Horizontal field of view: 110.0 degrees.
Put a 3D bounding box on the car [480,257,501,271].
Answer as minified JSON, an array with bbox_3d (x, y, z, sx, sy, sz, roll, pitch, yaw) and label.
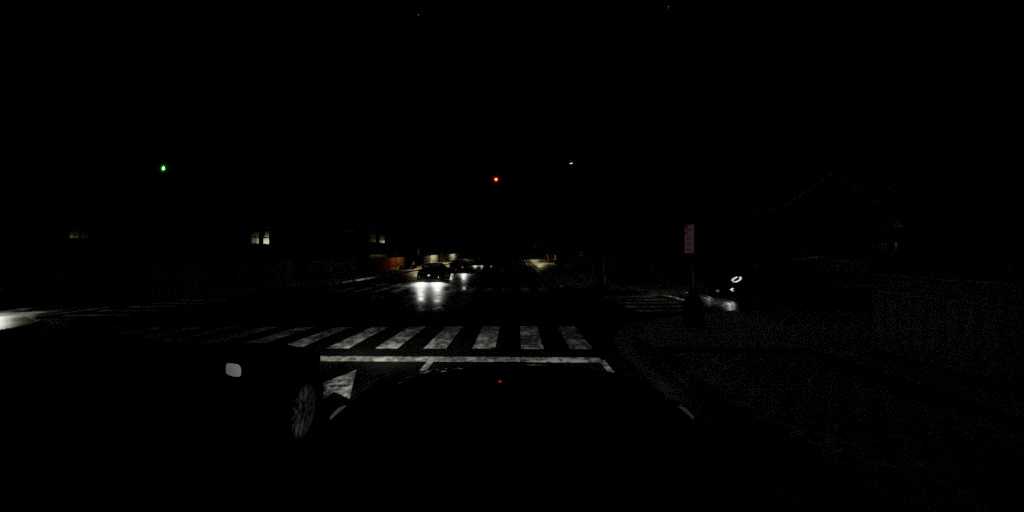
[{"bbox_3d":[-2.406,1.150,44.143,1.994,1.385,4.181,0,1,1],"label":"car"}]

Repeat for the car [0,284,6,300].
[{"bbox_3d":[-23.171,1.139,13.779,5.566,2.045,2.150,0,0,4],"label":"car"}]

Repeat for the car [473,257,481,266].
[{"bbox_3d":[-5.473,0.860,61.155,2.033,1.411,5.357,0,1,2],"label":"car"}]

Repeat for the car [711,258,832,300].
[{"bbox_3d":[11.670,1.001,16.400,4.553,1.767,2.097,0,0,0],"label":"car"}]

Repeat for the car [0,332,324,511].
[{"bbox_3d":[-3.152,1.227,2.210,1.882,1.535,5.008,0,0,1],"label":"car"}]

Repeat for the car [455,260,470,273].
[{"bbox_3d":[-5.922,1.152,40.345,1.812,1.442,4.674,0,0,1],"label":"car"}]

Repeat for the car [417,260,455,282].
[{"bbox_3d":[-6.126,1.250,28.503,1.994,1.385,4.181,0,0,1],"label":"car"}]
